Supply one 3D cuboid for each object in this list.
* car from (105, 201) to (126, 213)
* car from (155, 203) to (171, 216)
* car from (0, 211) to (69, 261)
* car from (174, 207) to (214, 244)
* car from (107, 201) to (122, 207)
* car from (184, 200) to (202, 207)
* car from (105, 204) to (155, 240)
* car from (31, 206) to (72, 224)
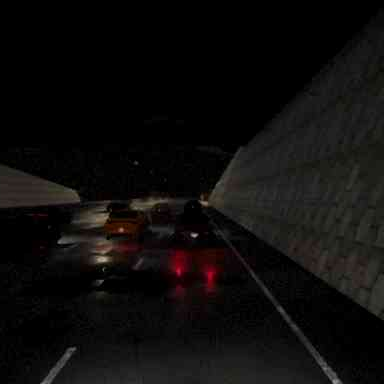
[{"bbox_3d":[-10.385,2.022,45.626,1.812,1.442,4.674,0,0,0],"label":"car"},{"bbox_3d":[-3.394,1.952,37.270,2.033,1.411,5.357,0,-1,0],"label":"car"},{"bbox_3d":[-6.902,1.689,12.865,2.033,1.411,5.357,0,-1,0],"label":"car"},{"bbox_3d":[0.099,1.708,16.706,1.812,1.442,4.674,0,-1,0],"label":"car"},{"bbox_3d":[-6.908,1.887,33.180,1.812,1.442,4.674,0,0,0],"label":"car"},{"bbox_3d":[0.110,1.795,40.916,2.097,1.767,4.553,0,-1,0],"label":"car"},{"bbox_3d":[-3.402,1.679,18.467,1.882,1.535,5.008,0,0,0],"label":"car"},{"bbox_3d":[-10.403,1.759,24.428,2.128,1.511,4.902,0,-1,0],"label":"car"}]
